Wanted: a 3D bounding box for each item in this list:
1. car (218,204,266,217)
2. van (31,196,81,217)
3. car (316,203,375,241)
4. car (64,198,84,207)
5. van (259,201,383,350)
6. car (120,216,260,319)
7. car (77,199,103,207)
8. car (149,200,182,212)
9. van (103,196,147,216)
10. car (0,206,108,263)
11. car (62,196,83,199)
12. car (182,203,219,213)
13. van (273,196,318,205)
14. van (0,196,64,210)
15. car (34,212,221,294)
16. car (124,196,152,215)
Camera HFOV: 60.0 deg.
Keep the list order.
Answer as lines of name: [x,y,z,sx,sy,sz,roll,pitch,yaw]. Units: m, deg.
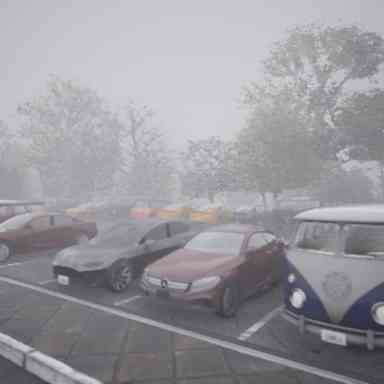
car: [4.077,1.512,21.407,2.231,1.521,4.892,-1,0,36]
van: [-13.983,1.477,34.457,1.878,1.987,4.442,-1,-1,36]
car: [8.482,1.467,18.041,1.946,1.575,5.366,-1,0,36]
car: [-9.551,1.634,30.920,1.946,1.575,5.366,-1,0,36]
van: [3.040,1.224,5.938,1.878,1.987,4.442,-1,0,36]
car: [0.851,1.511,7.648,2.002,1.452,4.674,-1,0,36]
car: [-7.195,1.616,29.457,2.231,1.521,4.892,-1,0,36]
car: [-0.533,1.554,24.700,2.097,1.535,5.008,-1,0,36]
van: [-4.871,1.368,27.948,1.878,1.987,4.442,-1,0,36]
car: [-5.925,1.533,12.490,2.097,1.535,5.008,-1,0,36]
car: [-11.682,1.413,32.703,2.435,2.045,5.566,-1,-1,36]
car: [1.823,1.532,23.017,2.097,1.535,5.008,-1,0,36]
van: [6.401,1.265,19.898,1.878,1.987,4.442,-1,0,36]
van: [-8.121,1.328,14.196,1.878,1.987,4.442,-1,0,36]
car: [-1.428,1.521,9.235,2.163,1.488,4.792,-1,0,36]
car: [-2.702,1.448,26.217,2.185,1.767,4.553,-1,0,36]
